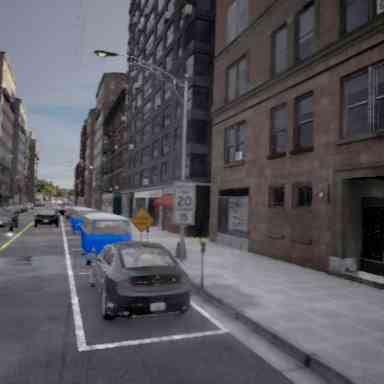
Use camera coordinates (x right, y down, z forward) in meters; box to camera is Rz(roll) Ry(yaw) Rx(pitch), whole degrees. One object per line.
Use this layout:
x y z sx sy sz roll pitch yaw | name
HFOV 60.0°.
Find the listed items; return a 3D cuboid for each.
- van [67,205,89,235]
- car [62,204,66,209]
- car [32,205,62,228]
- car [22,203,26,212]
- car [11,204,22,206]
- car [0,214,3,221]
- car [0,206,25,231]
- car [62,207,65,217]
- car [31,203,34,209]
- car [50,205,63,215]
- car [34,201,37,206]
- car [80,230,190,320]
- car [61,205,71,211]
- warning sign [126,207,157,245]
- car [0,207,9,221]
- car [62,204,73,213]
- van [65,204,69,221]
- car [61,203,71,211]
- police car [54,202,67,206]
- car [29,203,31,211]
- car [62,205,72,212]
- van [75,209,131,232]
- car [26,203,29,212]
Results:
-7.751 2.048 23.700 1.690 1.788 3.998 3 -2 -22 | van
-16.287 2.798 44.937 1.752 1.417 4.829 3 -2 -22 | car
-12.686 2.244 29.168 1.882 1.535 5.008 3 -2 -22 | car
-27.901 2.746 52.341 2.008 1.369 4.403 3 -2 -22 | car
-25.784 2.601 47.070 1.887 1.381 4.507 3 -2 -22 | car
-10.205 1.854 15.068 1.994 1.385 4.181 3 -2 -22 | car
-14.075 2.040 24.752 2.128 1.511 4.902 3 -2 -22 | car
-14.109 2.710 39.505 1.802 1.307 4.206 3 -2 -22 | car
-34.247 3.055 68.160 1.967 1.590 4.097 3 -2 -22 | car
-23.297 3.016 57.256 1.882 1.535 5.008 3 -3 -20 | car
-38.480 3.334 78.703 1.967 1.590 4.097 3 -2 -22 | car
-1.408 1.834 7.878 2.008 1.369 4.403 3 -2 -22 | car
-28.924 3.657 76.407 2.008 1.369 4.403 3 -2 -22 | car
-2.594 1.723 17.065 1.300 1.860 1.060 3 -2 -22 | warning sign
-21.551 2.341 36.526 1.947 1.339 4.313 3 -2 -22 | car
-24.687 3.268 65.869 1.967 1.590 4.097 3 -2 -22 | car
-9.868 2.189 28.972 1.690 1.788 3.998 3 -2 -22 | van
-31.033 3.561 81.688 2.192 1.841 5.009 3 -2 -22 | car
-19.502 2.720 48.096 1.930 1.638 5.238 3 -2 -22 | police car
-32.134 3.041 62.884 1.947 1.339 4.313 3 -2 -22 | car
-26.807 3.512 71.136 1.887 1.381 4.507 3 -2 -22 | car
-3.518 1.766 13.157 1.690 1.788 3.998 3 -2 -22 | van
-30.017 2.880 57.614 1.887 1.381 4.507 3 -2 -22 | car
